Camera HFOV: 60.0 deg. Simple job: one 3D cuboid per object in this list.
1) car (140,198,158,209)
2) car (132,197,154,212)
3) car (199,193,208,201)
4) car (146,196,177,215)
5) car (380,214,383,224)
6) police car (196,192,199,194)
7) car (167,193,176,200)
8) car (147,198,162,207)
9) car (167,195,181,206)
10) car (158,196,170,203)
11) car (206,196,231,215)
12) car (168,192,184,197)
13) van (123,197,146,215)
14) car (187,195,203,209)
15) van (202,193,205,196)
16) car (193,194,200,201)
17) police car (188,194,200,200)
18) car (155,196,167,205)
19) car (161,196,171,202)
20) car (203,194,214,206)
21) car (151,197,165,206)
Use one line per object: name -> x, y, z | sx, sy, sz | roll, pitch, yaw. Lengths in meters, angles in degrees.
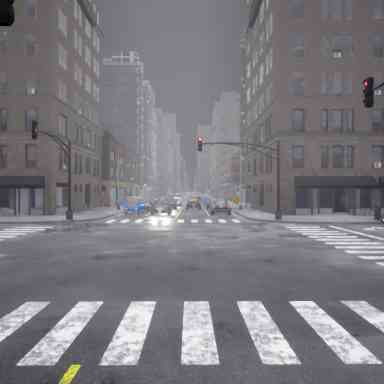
car -> -5.709, 1.568, 44.713 | 1.947, 1.339, 4.313 | 0, 0, 0
car -> -5.729, 1.442, 39.045 | 1.967, 1.590, 4.097 | 0, 0, 0
car -> 2.951, 1.307, 84.372 | 2.192, 1.841, 5.009 | 0, 0, 0
car -> -2.993, 1.493, 33.517 | 2.128, 1.511, 4.902 | 0, 0, 0
car -> 14.355, 1.520, 20.697 | 4.892, 1.490, 1.837 | 0, 0, 0
police car -> 1.064, 1.420, 79.446 | 1.930, 1.638, 5.238 | 0, 0, -1
car -> -5.555, 1.305, 90.059 | 2.192, 1.841, 5.009 | 0, 0, 0
car -> -5.690, 1.584, 50.381 | 1.802, 1.307, 4.206 | 0, 0, 0
car -> -2.953, 1.494, 43.762 | 2.128, 1.511, 4.902 | 0, 0, 0
car -> -5.632, 1.565, 67.386 | 1.947, 1.339, 4.313 | 0, 0, 0
car -> 2.778, 1.441, 33.350 | 1.967, 1.590, 4.097 | 0, 0, 0
car -> -2.904, 1.223, 54.492 | 2.150, 2.045, 5.566 | 0, 0, 0
van -> -5.748, 1.342, 33.376 | 1.690, 1.788, 3.998 | 0, 0, 0
car -> 0.241, 1.528, 45.501 | 1.812, 1.442, 4.674 | 0, 0, 0
van -> 2.855, 1.343, 56.026 | 1.690, 1.788, 3.998 | 0, 0, 0
car -> 1.088, 1.446, 89.541 | 1.801, 1.575, 5.366 | 0, 0, 0
police car -> 0.595, 1.413, 95.369 | 1.930, 1.638, 5.238 | 0, 0, -16
car -> -5.652, 1.526, 61.548 | 1.752, 1.417, 4.829 | 0, 0, 0
car -> -5.613, 1.542, 73.054 | 1.887, 1.381, 4.507 | 0, 0, 0
car -> 2.816, 1.442, 44.688 | 1.967, 1.590, 4.097 | 0, 0, 0
car -> -5.671, 1.567, 56.050 | 1.947, 1.339, 4.313 | 0, 0, 0
